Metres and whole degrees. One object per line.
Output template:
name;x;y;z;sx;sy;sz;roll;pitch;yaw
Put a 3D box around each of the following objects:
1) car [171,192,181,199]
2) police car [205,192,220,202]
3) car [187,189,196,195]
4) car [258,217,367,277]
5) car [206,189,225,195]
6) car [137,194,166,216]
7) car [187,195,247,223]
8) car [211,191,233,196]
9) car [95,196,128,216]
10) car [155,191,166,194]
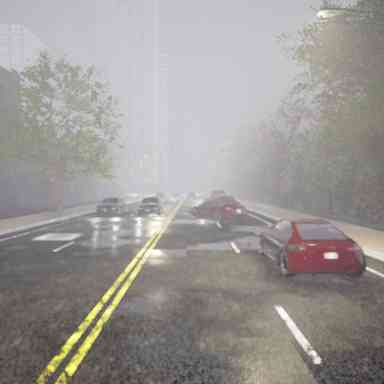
car;-3.287;0.616;70.088;2.033;1.411;5.357;0;1;0
police car;3.222;0.807;53.767;2.038;1.542;4.974;0;1;0
car;-0.039;0.557;71.765;1.837;1.490;4.892;0;1;0
car;3.245;1.435;9.770;1.994;1.385;4.181;0;1;0
car;3.227;0.664;42.794;2.150;2.045;5.566;0;1;0
car;-3.351;1.145;27.553;1.837;1.490;4.892;0;1;0
car;1.709;1.203;22.973;2.163;1.488;4.792;0;1;-33
car;3.233;1.017;31.767;2.033;1.649;4.856;0;1;0
car;-6.601;1.145;27.550;1.837;1.490;4.892;0;1;0
car;-6.537;0.576;70.087;1.837;1.490;4.892;0;1;0
